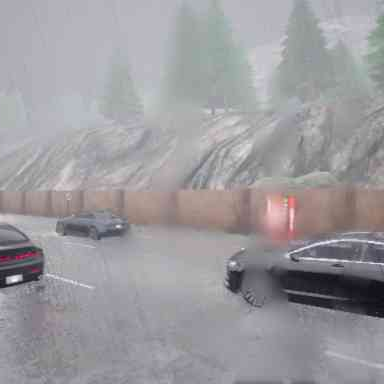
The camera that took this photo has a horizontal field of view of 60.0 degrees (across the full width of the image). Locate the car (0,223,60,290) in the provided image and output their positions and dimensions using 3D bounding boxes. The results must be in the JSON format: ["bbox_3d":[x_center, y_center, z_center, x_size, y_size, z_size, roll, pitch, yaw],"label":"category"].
[{"bbox_3d":[-5.535,1.506,8.262,4.892,1.490,1.837,1,1,38],"label":"car"}]

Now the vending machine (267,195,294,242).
[{"bbox_3d":[4.195,1.195,15.698,0.880,2.100,1.100,0,0,37],"label":"vending machine"}]

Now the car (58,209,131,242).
[{"bbox_3d":[-4.979,1.564,16.674,4.181,1.385,1.994,0,0,38],"label":"car"}]

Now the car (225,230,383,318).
[{"bbox_3d":[2.976,1.491,6.287,4.902,1.511,2.128,0,0,35],"label":"car"}]
